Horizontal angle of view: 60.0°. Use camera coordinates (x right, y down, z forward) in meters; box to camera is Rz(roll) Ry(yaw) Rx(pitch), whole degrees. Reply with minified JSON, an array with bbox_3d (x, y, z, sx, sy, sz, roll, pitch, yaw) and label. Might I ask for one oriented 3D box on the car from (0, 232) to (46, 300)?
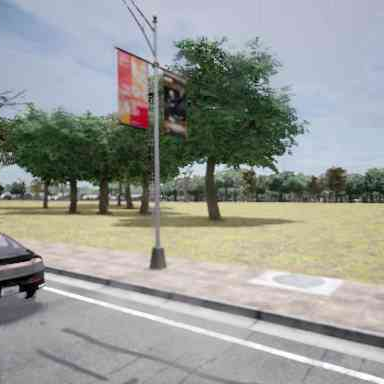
[{"bbox_3d":[-5.237,1.602,7.404,4.902,1.511,2.128,-1,-1,36],"label":"car"}]
